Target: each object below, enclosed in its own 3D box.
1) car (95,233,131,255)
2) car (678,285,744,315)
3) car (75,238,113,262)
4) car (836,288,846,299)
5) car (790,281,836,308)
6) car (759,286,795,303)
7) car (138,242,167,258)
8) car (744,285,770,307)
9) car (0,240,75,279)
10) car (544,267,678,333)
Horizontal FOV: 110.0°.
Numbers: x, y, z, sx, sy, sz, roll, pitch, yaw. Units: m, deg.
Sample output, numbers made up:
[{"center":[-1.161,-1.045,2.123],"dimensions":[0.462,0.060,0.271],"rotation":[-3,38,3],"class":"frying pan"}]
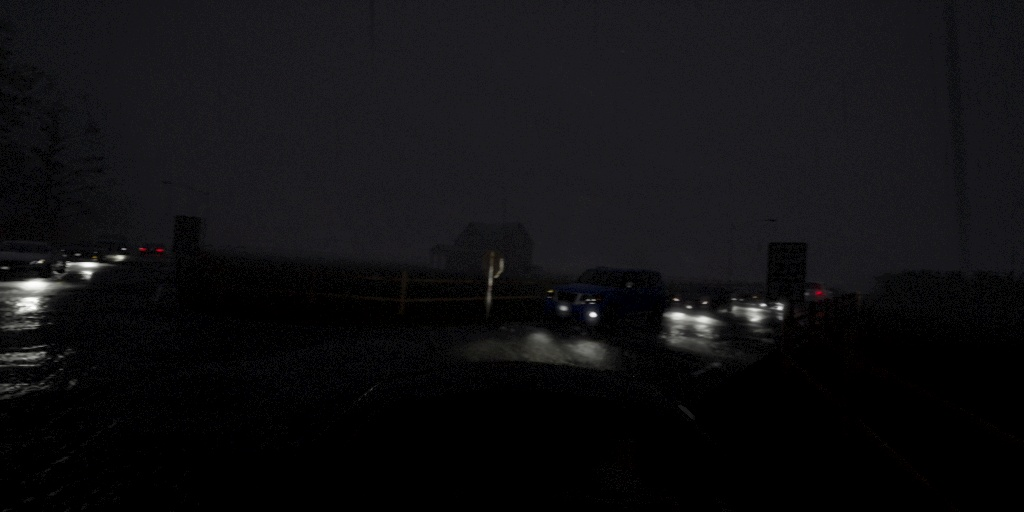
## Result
[{"center":[-40.038,-1.252,36.081],"dimensions":[2.150,2.045,5.566],"rotation":[5,-2,-43],"class":"car"},{"center":[10.920,2.366,20.061],"dimensions":[5.357,1.411,2.033],"rotation":[5,-2,-44],"class":"car"},{"center":[-29.475,-0.353,24.701],"dimensions":[1.994,1.385,4.181],"rotation":[5,-1,-43],"class":"car"},{"center":[38.839,4.561,43.178],"dimensions":[4.902,1.511,2.128],"rotation":[5,-2,-44],"class":"car"},{"center":[23.681,3.024,28.376],"dimensions":[5.566,2.045,2.150],"rotation":[5,-2,-44],"class":"car"},{"center":[25.030,3.607,33.765],"dimensions":[4.718,1.301,1.895],"rotation":[5,-2,-43],"class":"car"},{"center":[-36.194,-0.648,36.131],"dimensions":[2.033,1.411,5.357],"rotation":[5,-1,-43],"class":"car"},{"center":[17.775,2.923,26.729],"dimensions":[4.674,1.442,1.812],"rotation":[5,-2,-44],"class":"car"},{"center":[-20.460,0.084,15.079],"dimensions":[1.812,1.442,4.674],"rotation":[5,-1,-43],"class":"car"},{"center":[3.606,1.420,12.933],"dimensions":[5.566,2.045,2.150],"rotation":[5,-2,-43],"class":"car"}]
